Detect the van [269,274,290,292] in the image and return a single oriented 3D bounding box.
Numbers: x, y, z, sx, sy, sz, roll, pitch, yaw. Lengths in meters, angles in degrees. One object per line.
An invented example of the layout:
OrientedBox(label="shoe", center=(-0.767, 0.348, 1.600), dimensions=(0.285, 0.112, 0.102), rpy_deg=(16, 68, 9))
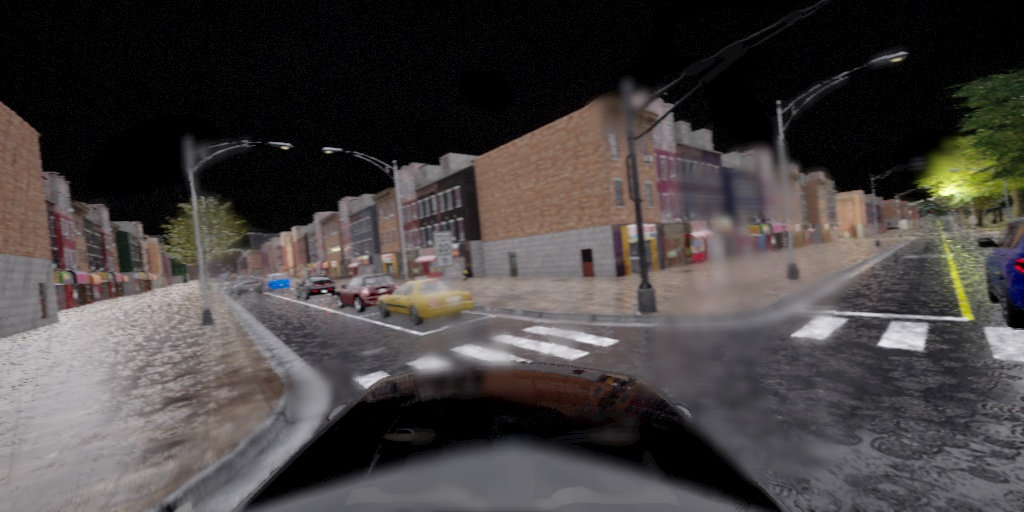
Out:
OrientedBox(label="van", center=(-24.454, 2.746, 37.638), dimensions=(1.690, 1.789, 3.998), rpy_deg=(0, 0, -40))

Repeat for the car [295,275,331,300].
OrientedBox(label="car", center=(-13.757, 2.142, 25.062), dimensions=(1.837, 1.490, 4.892), rpy_deg=(-6, 1, -40))

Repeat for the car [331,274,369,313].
OrientedBox(label="car", center=(-6.586, 1.556, 16.498), dimensions=(1.967, 1.591, 4.097), rpy_deg=(0, 0, -40))

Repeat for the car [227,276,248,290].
OrientedBox(label="car", center=(-32.065, 3.559, 42.486), dimensions=(2.033, 1.411, 5.357), rpy_deg=(-6, 2, -40))

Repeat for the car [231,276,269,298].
OrientedBox(label="car", center=(-25.007, 3.012, 34.188), dimensions=(2.128, 1.511, 4.902), rpy_deg=(-6, 1, -40))

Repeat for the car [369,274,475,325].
OrientedBox(label="car", center=(-3.123, 1.380, 12.401), dimensions=(1.751, 1.417, 4.829), rpy_deg=(0, 0, -40))

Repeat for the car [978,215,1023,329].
OrientedBox(label="car", center=(10.791, 0.143, 6.713), dimensions=(5.566, 2.045, 2.150), rpy_deg=(-4, 0, -40))
